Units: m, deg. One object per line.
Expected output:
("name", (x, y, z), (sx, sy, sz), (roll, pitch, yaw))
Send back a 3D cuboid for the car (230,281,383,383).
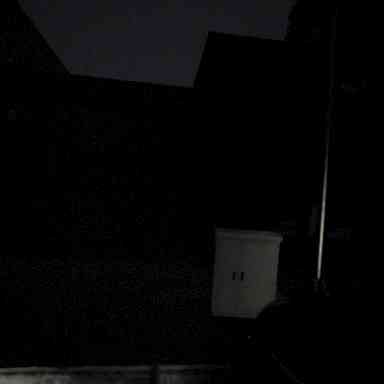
("car", (3.157, 1.385, 2.706), (5.566, 2.045, 2.150), (2, -1, -6))
